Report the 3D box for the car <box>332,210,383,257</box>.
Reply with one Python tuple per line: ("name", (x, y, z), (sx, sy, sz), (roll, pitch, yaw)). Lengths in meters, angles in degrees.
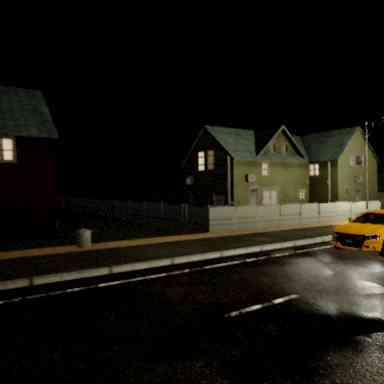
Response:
("car", (7.489, 1.453, 13.047), (5.008, 1.535, 1.882), (0, 0, -36))
